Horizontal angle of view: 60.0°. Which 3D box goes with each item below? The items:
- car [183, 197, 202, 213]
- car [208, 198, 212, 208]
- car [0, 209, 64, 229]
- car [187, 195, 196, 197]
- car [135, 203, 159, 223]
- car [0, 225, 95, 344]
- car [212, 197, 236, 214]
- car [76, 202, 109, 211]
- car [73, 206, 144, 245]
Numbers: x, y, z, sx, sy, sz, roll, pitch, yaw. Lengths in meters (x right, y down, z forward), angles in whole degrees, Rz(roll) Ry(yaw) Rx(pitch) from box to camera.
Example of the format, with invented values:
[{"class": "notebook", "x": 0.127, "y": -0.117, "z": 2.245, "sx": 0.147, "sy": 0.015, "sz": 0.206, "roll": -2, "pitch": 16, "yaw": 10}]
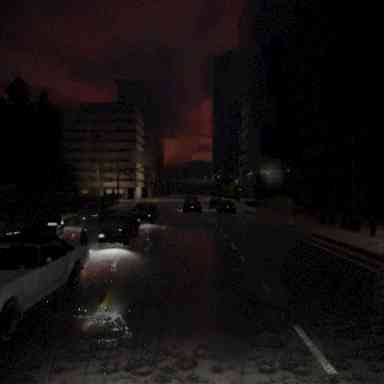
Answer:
[{"class": "car", "x": 0.028, "y": 1.554, "z": 36.571, "sx": 1.994, "sy": 1.385, "sz": 4.181, "roll": 0, "pitch": 0, "yaw": 0}, {"class": "car", "x": 3.446, "y": 1.463, "z": 48.075, "sx": 1.882, "sy": 1.535, "sz": 5.008, "roll": 0, "pitch": 0, "yaw": 1}, {"class": "car", "x": -7.125, "y": 1.490, "z": 14.253, "sx": 2.128, "sy": 1.511, "sz": 4.902, "roll": 0, "pitch": 0, "yaw": 0}, {"class": "car", "x": -0.060, "y": 1.338, "z": 47.257, "sx": 2.097, "sy": 1.767, "sz": 4.553, "roll": 0, "pitch": 0, "yaw": 0}, {"class": "car", "x": -3.630, "y": 1.541, "z": 25.647, "sx": 2.033, "sy": 1.411, "sz": 5.357, "roll": 0, "pitch": 0, "yaw": 0}, {"class": "car", "x": -3.612, "y": 1.600, "z": 6.520, "sx": 1.895, "sy": 1.301, "sz": 4.718, "roll": 0, "pitch": 0, "yaw": 0}, {"class": "car", "x": 3.535, "y": 1.536, "z": 35.435, "sx": 2.033, "sy": 1.411, "sz": 5.357, "roll": 0, "pitch": 0, "yaw": 0}, {"class": "car", "x": -7.133, "y": 1.500, "z": 24.313, "sx": 1.837, "sy": 1.490, "sz": 4.892, "roll": 0, "pitch": 0, "yaw": 0}, {"class": "car", "x": -3.626, "y": 1.561, "z": 15.323, "sx": 1.994, "sy": 1.385, "sz": 4.181, "roll": 0, "pitch": 0, "yaw": 0}]
